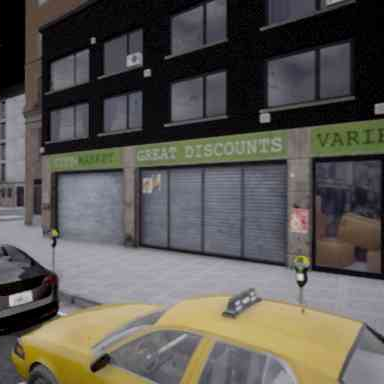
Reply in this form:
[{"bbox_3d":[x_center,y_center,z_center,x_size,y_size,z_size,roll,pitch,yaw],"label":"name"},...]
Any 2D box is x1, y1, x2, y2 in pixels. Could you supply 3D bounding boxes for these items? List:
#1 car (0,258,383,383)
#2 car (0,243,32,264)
[{"bbox_3d":[0.211,1.535,2.940,4.829,1.417,1.752,0,0,36],"label":"car"},{"bbox_3d":[-4.195,1.613,6.089,4.313,1.339,1.947,0,0,36],"label":"car"}]
